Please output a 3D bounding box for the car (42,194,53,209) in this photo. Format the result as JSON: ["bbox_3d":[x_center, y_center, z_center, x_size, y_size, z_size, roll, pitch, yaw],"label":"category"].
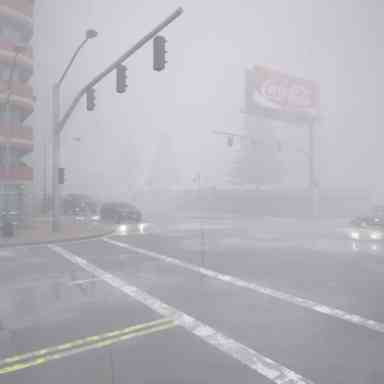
[{"bbox_3d":[-17.769,1.217,42.758,2.150,2.045,5.566,0,0,-35],"label":"car"}]

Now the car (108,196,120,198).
[{"bbox_3d":[-12.858,1.469,54.229,1.882,1.535,5.008,0,0,-36],"label":"car"}]

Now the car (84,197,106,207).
[{"bbox_3d":[-14.992,1.557,51.204,1.994,1.385,4.181,0,0,-36],"label":"car"}]

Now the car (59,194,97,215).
[{"bbox_3d":[-11.612,1.217,34.185,2.150,2.045,5.566,0,0,-36],"label":"car"}]

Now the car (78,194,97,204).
[{"bbox_3d":[-20.366,1.344,64.663,2.097,1.767,4.553,0,0,-36],"label":"car"}]

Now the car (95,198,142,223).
[{"bbox_3d":[-5.616,1.501,25.848,1.837,1.490,4.892,0,0,-36],"label":"car"}]

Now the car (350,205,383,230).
[{"bbox_3d":[12.385,1.539,21.402,5.357,1.411,2.033,0,0,-36],"label":"car"}]
